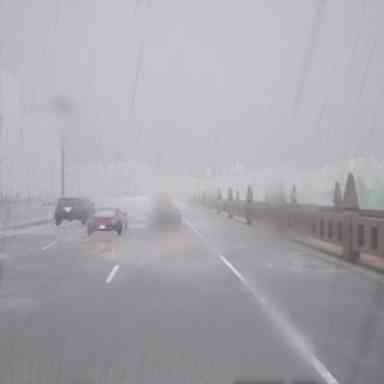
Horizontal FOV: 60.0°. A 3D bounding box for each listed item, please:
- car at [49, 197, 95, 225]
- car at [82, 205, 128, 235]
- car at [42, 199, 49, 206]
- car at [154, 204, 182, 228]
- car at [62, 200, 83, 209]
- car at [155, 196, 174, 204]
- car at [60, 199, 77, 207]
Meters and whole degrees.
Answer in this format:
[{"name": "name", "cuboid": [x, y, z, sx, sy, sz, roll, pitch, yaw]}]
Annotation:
[{"name": "car", "cuboid": [-9.029, 1.411, 26.129, 2.150, 2.045, 5.566, 0, 0, -6]}, {"name": "car", "cuboid": [-4.897, 1.661, 19.636, 1.812, 1.442, 4.674, 0, 0, -5]}, {"name": "car", "cuboid": [-26.822, 2.020, 63.612, 2.033, 1.411, 5.357, 0, 0, -6]}, {"name": "car", "cuboid": [-1.752, 1.747, 23.589, 1.895, 1.301, 4.718, 0, 0, -5]}, {"name": "car", "cuboid": [-18.746, 1.983, 52.288, 1.895, 1.301, 4.718, 0, 0, -5]}, {"name": "car", "cuboid": [-3.510, 1.481, 41.904, 2.150, 2.045, 5.566, 0, 0, -5]}, {"name": "car", "cuboid": [-23.242, 2.019, 62.900, 1.994, 1.385, 4.181, 0, 0, -5]}]
